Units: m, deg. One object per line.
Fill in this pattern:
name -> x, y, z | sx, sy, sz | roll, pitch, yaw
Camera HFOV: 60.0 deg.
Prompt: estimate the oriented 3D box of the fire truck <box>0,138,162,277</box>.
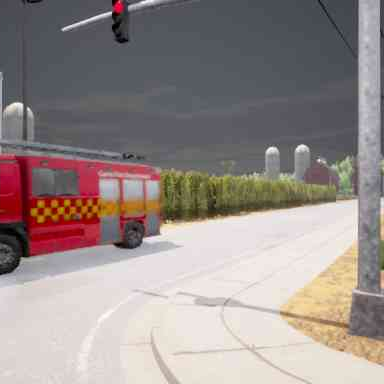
fire truck -> -4.784, 0.374, 11.814 | 2.891, 3.827, 8.468 | 0, 0, 35
